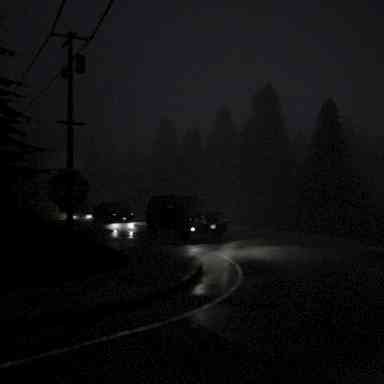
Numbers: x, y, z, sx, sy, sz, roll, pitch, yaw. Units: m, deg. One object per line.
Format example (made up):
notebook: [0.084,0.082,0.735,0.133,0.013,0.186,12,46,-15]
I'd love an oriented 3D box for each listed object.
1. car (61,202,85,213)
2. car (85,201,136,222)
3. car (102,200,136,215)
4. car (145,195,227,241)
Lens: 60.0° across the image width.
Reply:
car: [-12.252,1.454,34.675,1.882,1.535,5.008,0,0,-35]
car: [-6.327,1.517,26.018,2.033,1.411,5.357,0,0,-34]
car: [-7.659,1.579,34.521,1.895,1.301,4.718,0,0,-35]
car: [-0.522,1.191,17.147,2.150,2.045,5.566,0,0,-32]
